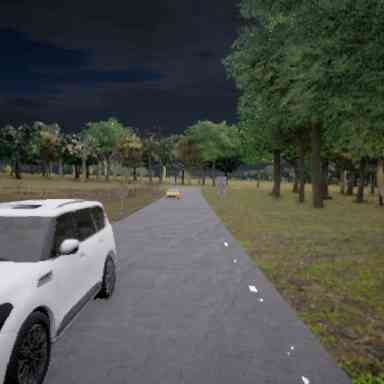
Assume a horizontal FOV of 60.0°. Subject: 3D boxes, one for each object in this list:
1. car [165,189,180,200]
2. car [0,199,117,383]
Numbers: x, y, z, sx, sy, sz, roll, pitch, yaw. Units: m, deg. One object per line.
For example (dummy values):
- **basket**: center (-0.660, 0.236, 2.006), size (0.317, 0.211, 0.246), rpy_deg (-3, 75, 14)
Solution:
- **car**: center (-2.785, 0.284, 48.173), size (1.882, 1.535, 5.008), rpy_deg (0, 2, 0)
- **car**: center (-2.749, 1.188, 5.314), size (2.150, 2.045, 5.566), rpy_deg (0, 1, 0)
